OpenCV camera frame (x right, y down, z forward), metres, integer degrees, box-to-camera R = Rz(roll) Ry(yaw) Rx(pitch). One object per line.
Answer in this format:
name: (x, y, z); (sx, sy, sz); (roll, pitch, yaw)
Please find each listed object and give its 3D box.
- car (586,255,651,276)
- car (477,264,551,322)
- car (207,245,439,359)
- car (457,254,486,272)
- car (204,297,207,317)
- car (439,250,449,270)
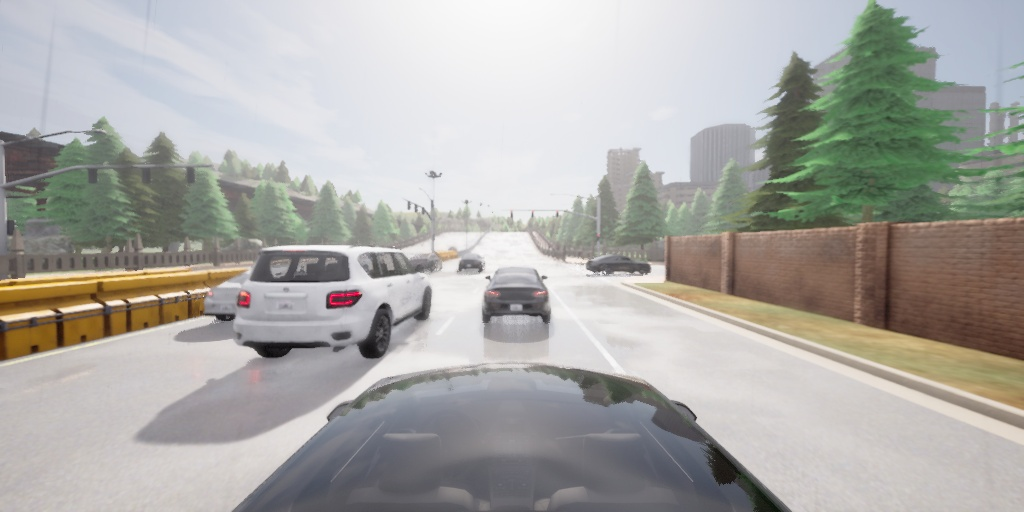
car: (7.651, 0.620, 25.798); (4.674, 1.442, 1.812); (0, 1, -11)
car: (0.130, 1.023, 10.916); (1.812, 1.442, 4.674); (0, 1, 1)
car: (-3.402, 0.789, 8.124); (2.150, 2.045, 5.566); (0, 1, 1)
car: (-3.255, 0.513, 29.440); (1.812, 1.442, 4.674); (0, 2, 0)
car: (-6.870, 1.018, 10.948); (1.812, 1.442, 4.674); (0, 2, 1)
car: (-6.757, 0.504, 28.441); (2.128, 1.511, 4.902); (0, 2, 0)
